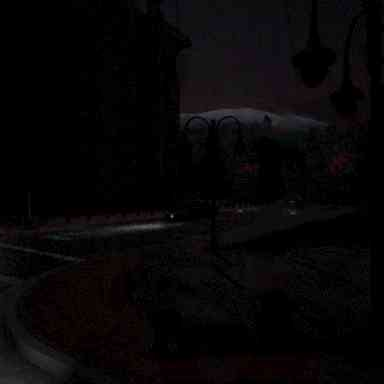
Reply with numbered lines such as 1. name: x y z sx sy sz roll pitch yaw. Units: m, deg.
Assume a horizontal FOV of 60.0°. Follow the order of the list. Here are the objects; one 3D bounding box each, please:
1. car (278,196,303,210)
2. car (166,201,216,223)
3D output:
1. car: 12.918 1.329 43.204 2.097 1.767 4.553 0 0 36
2. car: 0.015 1.469 25.512 2.128 1.511 4.902 0 0 36
